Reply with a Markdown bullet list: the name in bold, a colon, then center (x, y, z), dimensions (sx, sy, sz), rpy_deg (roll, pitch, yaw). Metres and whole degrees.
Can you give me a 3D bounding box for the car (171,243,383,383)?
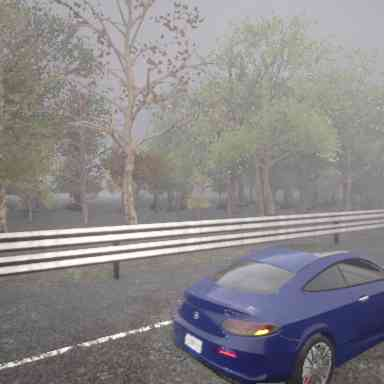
- **car**: center (1.890, 1.527, 5.075), dimensions (4.674, 1.442, 1.812), rpy_deg (0, 0, -35)
